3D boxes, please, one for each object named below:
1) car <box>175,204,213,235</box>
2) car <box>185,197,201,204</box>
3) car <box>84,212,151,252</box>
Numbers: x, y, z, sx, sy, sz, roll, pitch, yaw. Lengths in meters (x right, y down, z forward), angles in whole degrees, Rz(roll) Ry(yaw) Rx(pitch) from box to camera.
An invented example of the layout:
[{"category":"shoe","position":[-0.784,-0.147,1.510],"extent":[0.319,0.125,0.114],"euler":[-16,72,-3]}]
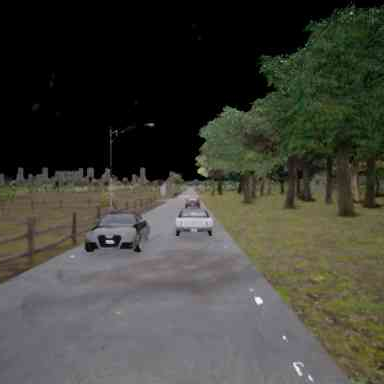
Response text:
[{"category":"car","position":[0.096,1.545,18.217],"extent":[1.895,1.301,4.718],"euler":[0,0,0]},{"category":"car","position":[0.103,1.324,42.094],"extent":[1.812,1.442,4.674],"euler":[0,0,0]},{"category":"car","position":[-2.851,1.527,13.480],"extent":[1.994,1.385,4.181],"euler":[0,0,0]}]
